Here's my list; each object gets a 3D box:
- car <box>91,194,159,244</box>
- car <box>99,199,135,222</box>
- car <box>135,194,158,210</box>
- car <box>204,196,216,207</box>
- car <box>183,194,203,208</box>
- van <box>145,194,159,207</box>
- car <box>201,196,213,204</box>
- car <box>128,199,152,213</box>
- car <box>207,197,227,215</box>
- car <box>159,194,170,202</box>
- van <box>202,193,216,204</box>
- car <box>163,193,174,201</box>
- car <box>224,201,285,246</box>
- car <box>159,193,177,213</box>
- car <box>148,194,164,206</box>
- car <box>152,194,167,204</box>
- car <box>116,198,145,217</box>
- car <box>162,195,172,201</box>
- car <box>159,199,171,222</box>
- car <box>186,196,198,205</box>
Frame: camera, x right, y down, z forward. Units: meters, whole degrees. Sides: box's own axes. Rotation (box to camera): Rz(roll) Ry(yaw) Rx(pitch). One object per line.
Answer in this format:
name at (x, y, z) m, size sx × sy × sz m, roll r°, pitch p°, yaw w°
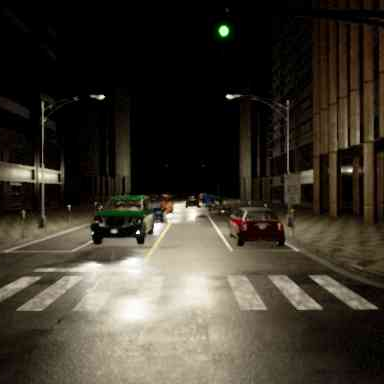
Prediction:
car at (-3.084, 1.196, 15.957) m, size 2.150 × 2.045 × 5.566 m, roll 0°, pitch 0°, yaw 0°
car at (-5.777, 1.402, 26.127) m, size 1.967 × 1.590 × 4.097 m, roll 0°, pitch 0°, yaw 0°
car at (-5.786, 1.243, 42.955) m, size 2.192 × 1.841 × 5.009 m, roll 0°, pitch 0°, yaw 0°
car at (2.742, 1.473, 37.368) m, size 1.947 × 1.339 × 4.313 m, roll 0°, pitch 0°, yaw 0°
car at (0.072, 1.395, 45.085) m, size 2.128 × 1.511 × 4.902 m, roll 0°, pitch 0°, yaw 0°
van at (-5.789, 1.258, 48.564) m, size 1.690 × 1.788 × 3.998 m, roll 0°, pitch 0°, yaw 0°
car at (2.731, 1.433, 59.804) m, size 1.947 × 1.339 × 4.313 m, roll 0°, pitch 0°, yaw 0°
car at (-5.783, 1.489, 37.346) m, size 2.008 × 1.369 × 4.403 m, roll 0°, pitch 0°, yaw 0°
car at (2.745, 1.469, 31.759) m, size 2.008 × 1.369 × 4.403 m, roll 0°, pitch 0°, yaw 0°
car at (-5.800, 1.322, 71.003) m, size 1.967 × 1.590 × 4.097 m, roll 0°, pitch 0°, yaw 0°
van at (2.736, 1.227, 48.586) m, size 1.690 × 1.788 × 3.998 m, roll 0°, pitch 0°, yaw 0°
car at (-5.806, 1.182, 82.222) m, size 2.192 × 1.841 × 5.009 m, roll 0°, pitch 0°, yaw 0°
car at (2.753, 1.395, 14.932) m, size 1.967 × 1.590 × 4.097 m, roll 0°, pitch 0°, yaw 0°
car at (-3.051, 1.284, 35.708) m, size 2.097 × 1.767 × 4.553 m, roll 0°, pitch 0°, yaw 0°
car at (-5.792, 1.223, 54.174) m, size 2.192 × 1.841 × 5.009 m, roll 0°, pitch 0°, yaw 0°
car at (-5.795, 1.214, 59.783) m, size 2.192 × 1.841 × 5.009 m, roll 0°, pitch 0°, yaw 0°
car at (-5.780, 1.390, 31.737) m, size 1.967 × 1.590 × 4.097 m, roll 0°, pitch 0°, yaw 0°
car at (-5.802, 1.425, 76.613) m, size 2.008 × 1.369 × 4.403 m, roll 0°, pitch 0°, yaw 0°
car at (-3.047, 1.516, 25.830) m, size 1.994 × 1.385 × 4.181 m, roll 0°, pitch 0°, yaw 1°
car at (-0.028, 1.431, 56.288) m, size 2.033 × 1.411 × 5.357 m, roll 0°, pitch 0°, yaw 0°
